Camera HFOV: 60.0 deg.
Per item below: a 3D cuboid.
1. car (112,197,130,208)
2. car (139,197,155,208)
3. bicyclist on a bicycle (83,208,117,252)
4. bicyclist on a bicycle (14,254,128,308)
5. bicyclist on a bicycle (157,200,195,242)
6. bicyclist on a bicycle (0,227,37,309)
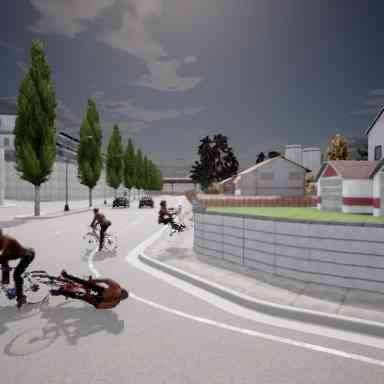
[{"bbox_3d":[-9.963,1.502,47.036,1.837,1.490,4.892,0,0,-1],"label":"car"},{"bbox_3d":[-6.467,1.504,47.538,1.837,1.490,4.892,0,0,-2],"label":"car"},{"bbox_3d":[-3.481,1.433,12.537,1.656,1.620,0.582,-2,-1,26],"label":"bicyclist on a bicycle"},{"bbox_3d":[-1.952,1.830,6.157,1.620,0.582,1.656,5,-29,7],"label":"bicyclist on a bicycle"},{"bbox_3d":[-0.690,0.997,12.237,1.656,1.620,0.582,-38,21,13],"label":"bicyclist on a bicycle"},{"bbox_3d":[-3.519,1.461,6.319,1.656,1.620,0.582,-3,3,-37],"label":"bicyclist on a bicycle"}]
